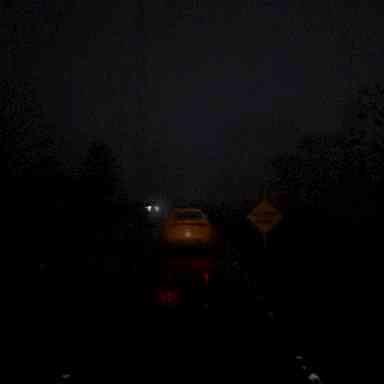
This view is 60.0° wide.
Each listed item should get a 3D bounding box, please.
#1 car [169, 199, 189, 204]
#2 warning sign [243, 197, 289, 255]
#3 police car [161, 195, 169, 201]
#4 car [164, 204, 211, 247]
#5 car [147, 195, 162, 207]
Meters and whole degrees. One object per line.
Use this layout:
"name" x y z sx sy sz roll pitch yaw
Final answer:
"car" -0.972 1.548 30.145 1.812 1.442 4.674 0 0 -3
"warning sign" 2.492 1.121 11.373 1.300 1.860 1.060 0 0 -2
"police car" -6.979 1.514 86.341 1.930 1.638 5.238 0 0 -10
"car" -0.232 1.488 15.138 1.882 1.535 5.008 0 -1 -2
"car" -6.175 1.614 53.334 1.994 1.385 4.181 0 0 -6
